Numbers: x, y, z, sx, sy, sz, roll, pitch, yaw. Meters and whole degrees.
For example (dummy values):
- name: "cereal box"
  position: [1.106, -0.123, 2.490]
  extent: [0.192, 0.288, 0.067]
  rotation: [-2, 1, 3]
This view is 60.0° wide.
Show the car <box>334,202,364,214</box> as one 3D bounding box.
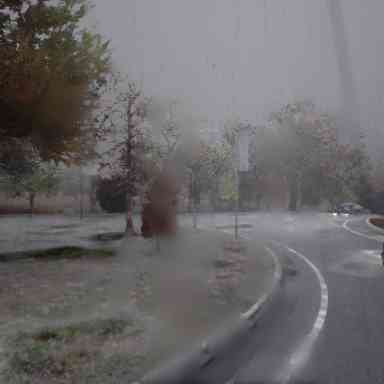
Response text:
- name: "car"
  position: [18.802, 1.923, 39.834]
  extent: [4.181, 1.385, 1.994]
  rotation: [3, -2, -38]

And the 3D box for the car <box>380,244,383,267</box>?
- name: "car"
  position: [5.787, 1.550, 7.369]
  extent: [2.033, 1.411, 5.357]
  rotation: [0, 0, 17]
